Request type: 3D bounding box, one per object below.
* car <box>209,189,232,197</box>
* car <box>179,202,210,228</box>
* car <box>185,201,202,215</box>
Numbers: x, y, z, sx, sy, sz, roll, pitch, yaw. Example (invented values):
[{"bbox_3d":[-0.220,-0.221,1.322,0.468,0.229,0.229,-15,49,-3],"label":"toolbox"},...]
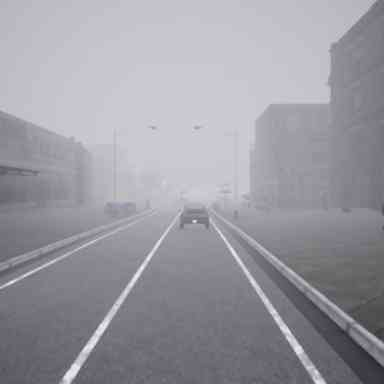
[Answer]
[{"bbox_3d":[8.321,0.777,92.733,5.366,1.575,1.946,0,2,0],"label":"car"},{"bbox_3d":[0.170,1.569,22.460,1.837,1.490,4.892,0,-1,0],"label":"car"},{"bbox_3d":[0.225,1.810,39.296,1.895,1.301,4.718,0,1,0],"label":"car"}]
